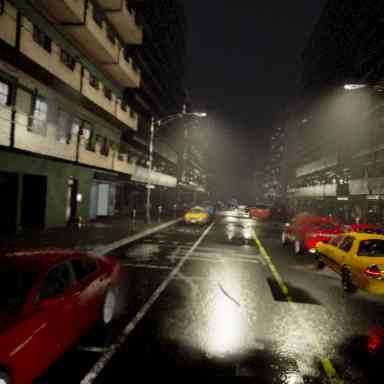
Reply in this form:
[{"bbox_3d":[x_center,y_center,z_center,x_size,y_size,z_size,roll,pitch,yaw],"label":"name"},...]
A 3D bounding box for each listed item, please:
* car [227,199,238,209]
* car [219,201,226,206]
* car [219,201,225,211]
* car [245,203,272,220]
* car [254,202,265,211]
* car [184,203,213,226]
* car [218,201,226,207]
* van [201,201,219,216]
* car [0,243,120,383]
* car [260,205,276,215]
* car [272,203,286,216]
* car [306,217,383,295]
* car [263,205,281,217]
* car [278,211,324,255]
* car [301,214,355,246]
[{"bbox_3d":[8.708,2.573,71.693,2.150,2.045,5.566,3,-1,7],"label":"car"},{"bbox_3d":[8.765,3.268,94.251,1.802,1.307,4.206,3,-1,7],"label":"car"},{"bbox_3d":[3.913,2.308,54.928,1.967,1.590,4.097,3,-1,7],"label":"car"},{"bbox_3d":[7.669,2.205,38.503,2.097,1.767,4.553,3,-1,8],"label":"car"},{"bbox_3d":[14.299,3.076,70.723,1.967,1.590,4.097,3,-1,7],"label":"car"},{"bbox_3d":[0.416,1.849,26.668,1.752,1.417,4.829,3,-1,7],"label":"car"},{"bbox_3d":[8.071,3.146,88.634,1.802,1.307,4.206,3,-1,7],"label":"car"},{"bbox_3d":[1.835,1.879,38.075,1.690,1.788,3.998,3,-1,7],"label":"van"},{"bbox_3d":[-2.345,1.470,4.363,1.887,1.381,4.507,3,-1,7],"label":"car"},{"bbox_3d":[12.210,2.846,53.867,2.008,1.369,4.403,3,-1,7],"label":"car"},{"bbox_3d":[10.833,2.390,42.634,2.192,1.841,5.009,3,-1,7],"label":"car"},{"bbox_3d":[4.946,1.825,9.635,1.801,1.575,5.366,3,-1,7],"label":"car"},{"bbox_3d":[11.516,2.736,48.250,2.008,1.369,4.403,3,-1,7],"label":"car"},{"bbox_3d":[5.499,1.943,15.383,1.882,1.535,5.008,3,-1,4],"label":"car"},{"bbox_3d":[8.043,2.196,20.164,1.887,1.381,4.507,3,-1,7],"label":"car"}]
